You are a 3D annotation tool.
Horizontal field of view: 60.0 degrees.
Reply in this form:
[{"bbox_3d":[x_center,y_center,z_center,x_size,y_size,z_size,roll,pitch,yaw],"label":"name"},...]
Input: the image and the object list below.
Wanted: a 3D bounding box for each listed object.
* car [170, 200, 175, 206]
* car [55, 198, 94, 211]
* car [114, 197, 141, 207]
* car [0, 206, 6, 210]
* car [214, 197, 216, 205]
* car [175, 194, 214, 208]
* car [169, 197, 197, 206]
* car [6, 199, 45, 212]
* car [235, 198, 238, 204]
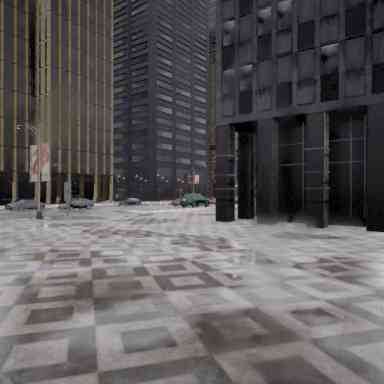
[{"bbox_3d":[-1.160,1.602,53.003,2.033,1.411,5.357,0,0,37],"label":"car"},{"bbox_3d":[-14.392,1.513,40.967,2.128,1.511,4.902,0,0,37],"label":"car"},{"bbox_3d":[-10.031,1.558,52.208,1.812,1.442,4.674,0,0,37],"label":"car"},{"bbox_3d":[-21.349,1.229,31.654,2.150,2.045,5.566,0,0,37],"label":"car"},{"bbox_3d":[4.480,1.632,60.648,1.994,1.385,4.181,0,0,37],"label":"car"},{"bbox_3d":[0.487,1.279,49.801,2.150,2.045,5.566,0,0,37],"label":"car"},{"bbox_3d":[-1.523,1.601,58.050,2.033,1.411,5.357,0,0,37],"label":"car"},{"bbox_3d":[-19.668,1.574,39.337,1.994,1.385,4.181,0,0,36],"label":"car"},{"bbox_3d":[6.836,1.578,58.369,1.837,1.490,4.892,0,0,37],"label":"car"}]
